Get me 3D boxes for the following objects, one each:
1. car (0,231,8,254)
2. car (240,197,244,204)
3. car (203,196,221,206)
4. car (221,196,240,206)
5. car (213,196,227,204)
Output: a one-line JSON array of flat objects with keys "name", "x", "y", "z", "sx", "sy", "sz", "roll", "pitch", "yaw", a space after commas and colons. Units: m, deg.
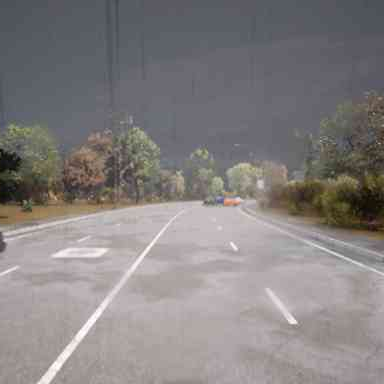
[{"name": "car", "x": -7.000, "y": 1.561, "z": 8.605, "sx": 2.033, "sy": 1.411, "sz": 5.357, "roll": 0, "pitch": 0, "yaw": 0}, {"name": "car", "x": 9.640, "y": 1.783, "z": 70.217, "sx": 1.812, "sy": 1.442, "sz": 4.674, "roll": 0, "pitch": 0, "yaw": 20}, {"name": "car", "x": 3.422, "y": 1.577, "z": 60.509, "sx": 2.097, "sy": 1.767, "sz": 4.553, "roll": 0, "pitch": 0, "yaw": 13}, {"name": "car", "x": 6.970, "y": 1.582, "z": 60.396, "sx": 2.097, "sy": 1.767, "sz": 4.553, "roll": 0, "pitch": 0, "yaw": 13}, {"name": "car", "x": 6.027, "y": 1.697, "z": 70.392, "sx": 1.882, "sy": 1.535, "sz": 5.008, "roll": 0, "pitch": 0, "yaw": 18}]
